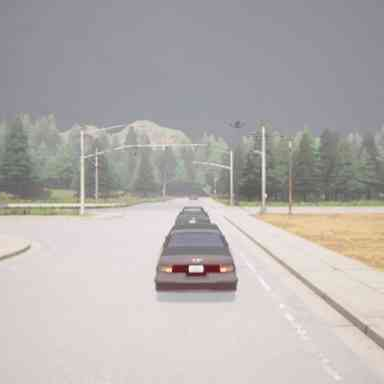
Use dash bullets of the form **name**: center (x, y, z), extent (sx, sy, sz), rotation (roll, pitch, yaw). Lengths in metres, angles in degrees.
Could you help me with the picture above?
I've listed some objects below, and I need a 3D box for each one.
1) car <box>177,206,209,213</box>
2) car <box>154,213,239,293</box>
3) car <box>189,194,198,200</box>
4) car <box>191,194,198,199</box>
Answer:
- **car**: center (0.072, 1.533, 19.595), extent (1.994, 1.385, 4.181), rotation (0, 0, 1)
- **car**: center (0.088, 1.537, 8.988), extent (2.033, 1.411, 5.357), rotation (0, 0, 0)
- **car**: center (0.337, 1.423, 83.807), extent (1.994, 1.385, 4.181), rotation (0, 0, 2)
- **car**: center (0.728, 1.332, 93.853), extent (2.033, 1.411, 5.357), rotation (0, 0, 2)
